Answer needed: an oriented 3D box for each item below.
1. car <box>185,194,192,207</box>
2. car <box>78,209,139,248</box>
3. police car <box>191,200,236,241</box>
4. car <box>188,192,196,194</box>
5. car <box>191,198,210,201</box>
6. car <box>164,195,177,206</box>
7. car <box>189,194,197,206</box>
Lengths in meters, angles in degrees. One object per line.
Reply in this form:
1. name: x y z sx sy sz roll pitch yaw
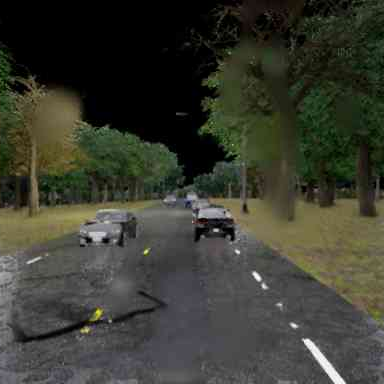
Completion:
1. car: -0.013 1.488 51.515 1.882 1.535 5.008 0 0 0
2. car: -3.604 1.528 15.070 2.128 1.511 4.902 0 0 0
3. police car: 1.045 1.465 17.069 1.930 1.638 5.238 0 0 0
4. car: -0.021 1.089 70.291 2.150 2.045 5.566 0 0 0
5. car: 1.042 1.525 26.961 1.882 1.535 5.008 0 0 0
6. car: -3.578 1.350 55.901 2.097 1.767 4.553 0 0 0
7. car: 1.039 1.397 32.933 2.097 1.767 4.553 0 0 0
